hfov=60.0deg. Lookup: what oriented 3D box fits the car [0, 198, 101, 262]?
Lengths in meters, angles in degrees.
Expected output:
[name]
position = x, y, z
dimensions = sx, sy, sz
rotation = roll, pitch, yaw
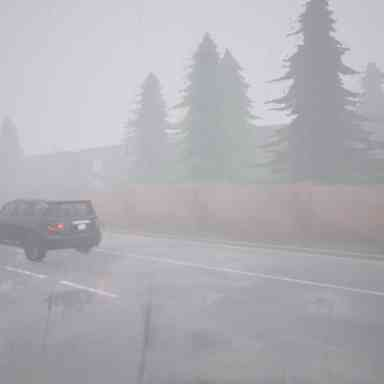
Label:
[car]
position = -5.781, 1.237, 12.399
dimensions = 5.566, 2.045, 2.150
rotation = 0, 0, 35
